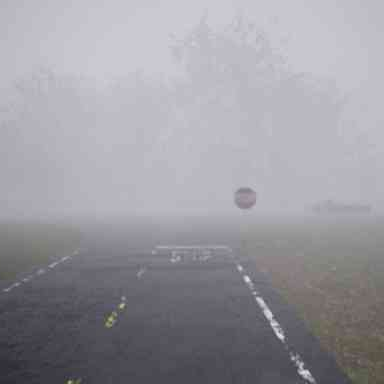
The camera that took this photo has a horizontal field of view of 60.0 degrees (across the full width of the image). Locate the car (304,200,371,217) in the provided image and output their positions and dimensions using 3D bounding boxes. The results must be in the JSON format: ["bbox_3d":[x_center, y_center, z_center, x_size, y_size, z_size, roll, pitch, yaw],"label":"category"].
[{"bbox_3d":[11.465,1.246,26.280,4.718,1.301,1.895,-1,0,0],"label":"car"}]
